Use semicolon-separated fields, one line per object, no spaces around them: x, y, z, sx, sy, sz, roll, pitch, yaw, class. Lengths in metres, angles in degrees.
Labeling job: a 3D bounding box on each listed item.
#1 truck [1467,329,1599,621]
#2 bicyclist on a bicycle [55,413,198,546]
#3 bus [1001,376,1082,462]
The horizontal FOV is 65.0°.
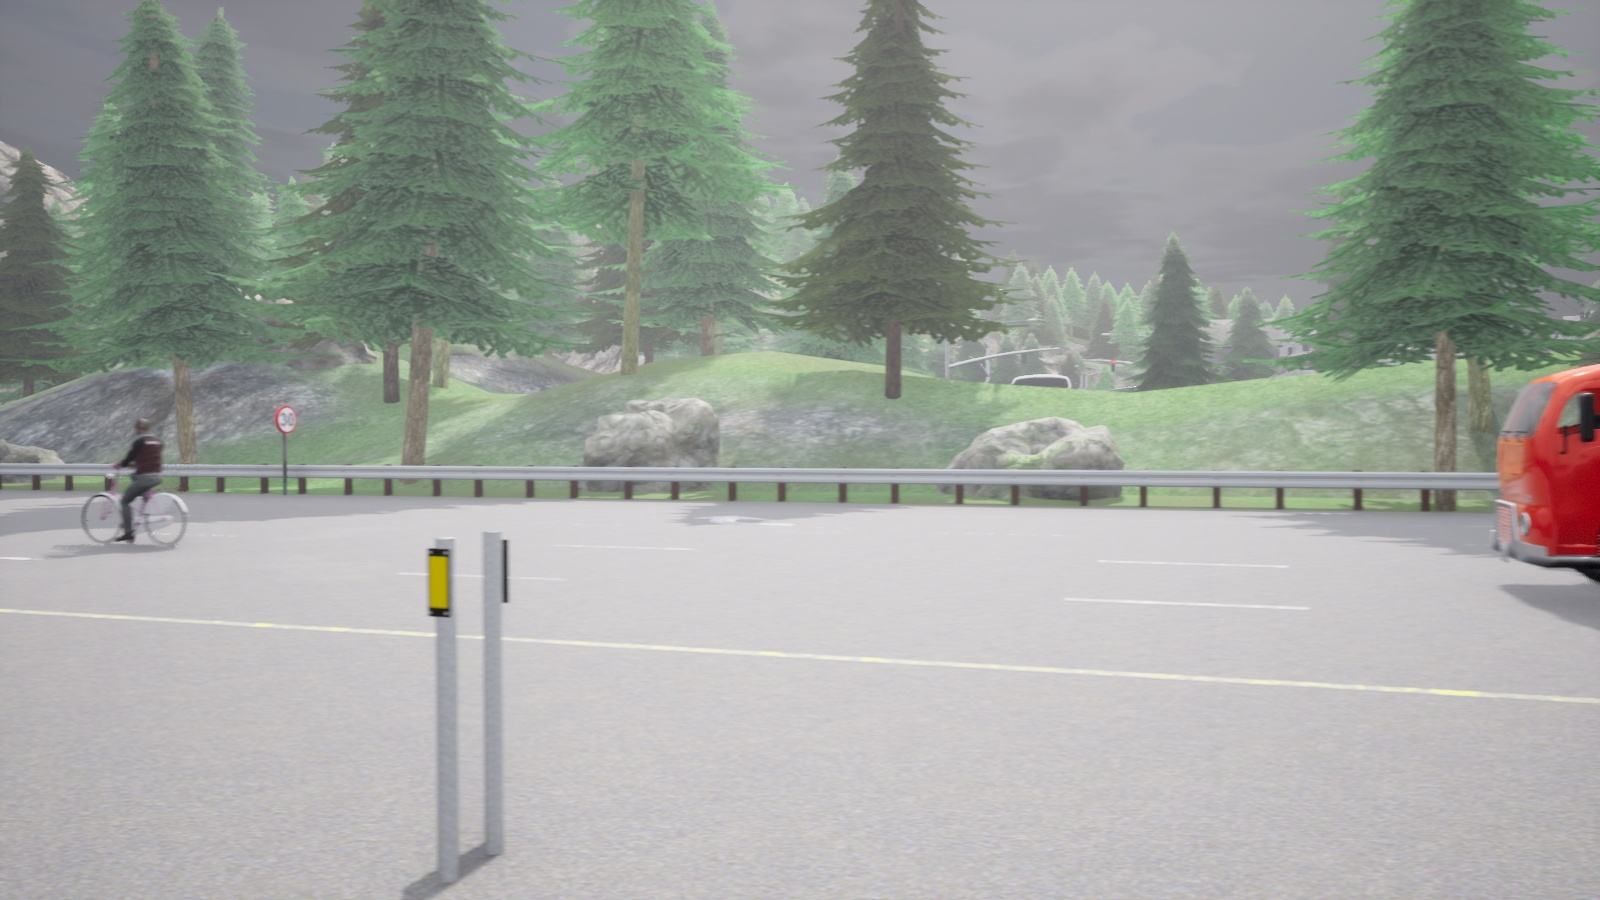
9.102;0.184;11.201;5.204;2.467;2.627;0;1;19;truck
-9.337;0.383;17.411;1.843;1.776;0.659;1;1;19;bicyclist on a bicycle
13.113;-1.602;67.547;3.944;4.253;10.273;0;1;12;bus
